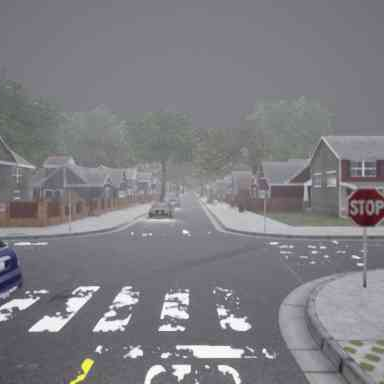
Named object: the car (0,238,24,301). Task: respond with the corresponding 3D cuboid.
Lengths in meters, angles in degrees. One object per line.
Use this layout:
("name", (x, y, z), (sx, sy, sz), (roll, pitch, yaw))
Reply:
("car", (-5.780, 1.318, 6.243), (4.553, 1.767, 2.097), (4, -1, -4))

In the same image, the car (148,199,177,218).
("car", (-2.662, 1.549, 29.366), (1.994, 1.385, 4.181), (0, 0, 0))

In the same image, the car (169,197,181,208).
("car", (-2.604, 1.464, 48.069), (2.128, 1.511, 4.902), (0, 0, 0))
